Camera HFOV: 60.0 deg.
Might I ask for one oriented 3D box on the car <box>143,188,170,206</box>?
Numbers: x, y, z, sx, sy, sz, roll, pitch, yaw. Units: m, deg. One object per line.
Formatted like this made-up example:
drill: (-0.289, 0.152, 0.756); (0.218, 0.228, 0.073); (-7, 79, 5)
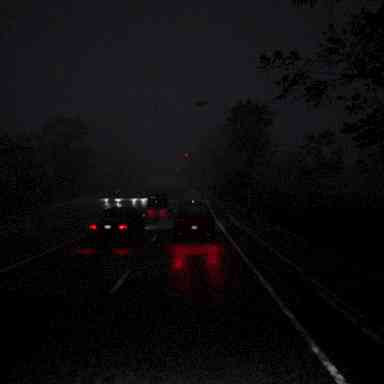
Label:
car: (-3.403, 0.581, 34.245); (2.128, 1.511, 4.902); (0, 3, 0)

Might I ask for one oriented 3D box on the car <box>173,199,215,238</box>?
car: (0.097, 1.351, 16.884); (1.882, 1.535, 5.008); (0, 1, 0)

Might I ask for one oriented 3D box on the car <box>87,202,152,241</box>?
car: (-3.402, 1.433, 15.928); (2.033, 1.411, 5.357); (0, 1, 0)

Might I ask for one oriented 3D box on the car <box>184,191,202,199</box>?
car: (0.097, 0.574, 34.970); (1.812, 1.442, 4.674); (0, 3, 0)

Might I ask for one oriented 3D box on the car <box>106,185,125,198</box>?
car: (-10.504, -0.176, 45.979); (1.837, 1.490, 4.892); (0, 3, 0)

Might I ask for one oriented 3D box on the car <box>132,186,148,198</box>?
car: (-7.004, -0.136, 45.982); (2.033, 1.411, 5.357); (0, 3, 0)
